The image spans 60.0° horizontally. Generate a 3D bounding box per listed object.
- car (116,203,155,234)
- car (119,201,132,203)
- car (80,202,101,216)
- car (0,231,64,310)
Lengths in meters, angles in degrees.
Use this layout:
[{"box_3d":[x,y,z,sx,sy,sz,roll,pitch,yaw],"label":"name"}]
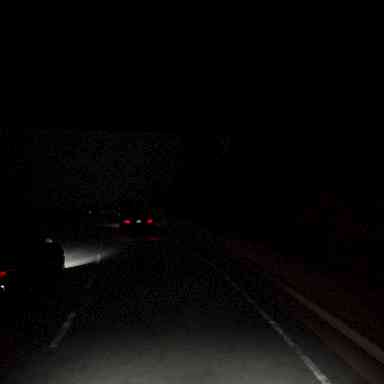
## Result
[{"box_3d":[-3.379,1.614,19.940,2.033,1.411,5.357,0,0,-13],"label":"car"},{"box_3d":[-7.202,1.673,35.910,2.033,1.411,5.357,0,0,-13],"label":"car"},{"box_3d":[-10.616,1.743,35.141,1.895,1.301,4.718,0,0,-13],"label":"car"},{"box_3d":[-4.376,1.607,7.772,1.994,1.385,4.181,0,0,-9],"label":"car"}]
